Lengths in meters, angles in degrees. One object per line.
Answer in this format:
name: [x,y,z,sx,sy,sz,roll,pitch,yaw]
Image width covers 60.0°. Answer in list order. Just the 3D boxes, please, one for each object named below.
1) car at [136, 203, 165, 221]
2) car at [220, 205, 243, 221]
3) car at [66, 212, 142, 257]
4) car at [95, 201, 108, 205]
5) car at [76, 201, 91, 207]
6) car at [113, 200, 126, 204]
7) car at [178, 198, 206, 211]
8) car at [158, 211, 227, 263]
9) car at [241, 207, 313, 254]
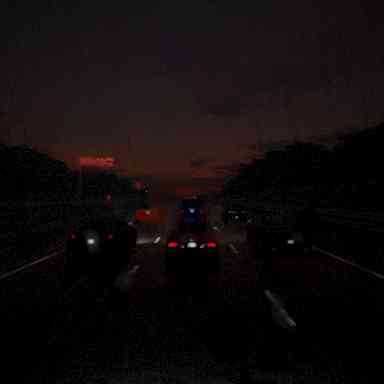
car: [-3.472,1.679,28.465,2.097,1.767,4.553,0,-1,0]
car: [3.527,1.822,28.535,2.128,1.511,4.902,0,-1,0]
car: [-3.477,1.709,13.541,1.994,1.385,4.181,0,-1,1]
car: [-17.498,2.443,64.593,1.994,1.385,4.181,0,-1,0]
car: [-20.989,2.408,64.561,1.812,1.442,4.674,0,-1,0]
car: [-14.000,2.362,64.588,1.882,1.535,5.008,0,-1,1]
car: [0.015,1.541,27.597,2.150,2.045,5.566,0,0,0]
car: [0.012,1.681,12.565,2.033,1.411,5.357,0,-1,0]
car: [3.531,1.630,14.259,1.882,1.535,5.008,0,0,1]
